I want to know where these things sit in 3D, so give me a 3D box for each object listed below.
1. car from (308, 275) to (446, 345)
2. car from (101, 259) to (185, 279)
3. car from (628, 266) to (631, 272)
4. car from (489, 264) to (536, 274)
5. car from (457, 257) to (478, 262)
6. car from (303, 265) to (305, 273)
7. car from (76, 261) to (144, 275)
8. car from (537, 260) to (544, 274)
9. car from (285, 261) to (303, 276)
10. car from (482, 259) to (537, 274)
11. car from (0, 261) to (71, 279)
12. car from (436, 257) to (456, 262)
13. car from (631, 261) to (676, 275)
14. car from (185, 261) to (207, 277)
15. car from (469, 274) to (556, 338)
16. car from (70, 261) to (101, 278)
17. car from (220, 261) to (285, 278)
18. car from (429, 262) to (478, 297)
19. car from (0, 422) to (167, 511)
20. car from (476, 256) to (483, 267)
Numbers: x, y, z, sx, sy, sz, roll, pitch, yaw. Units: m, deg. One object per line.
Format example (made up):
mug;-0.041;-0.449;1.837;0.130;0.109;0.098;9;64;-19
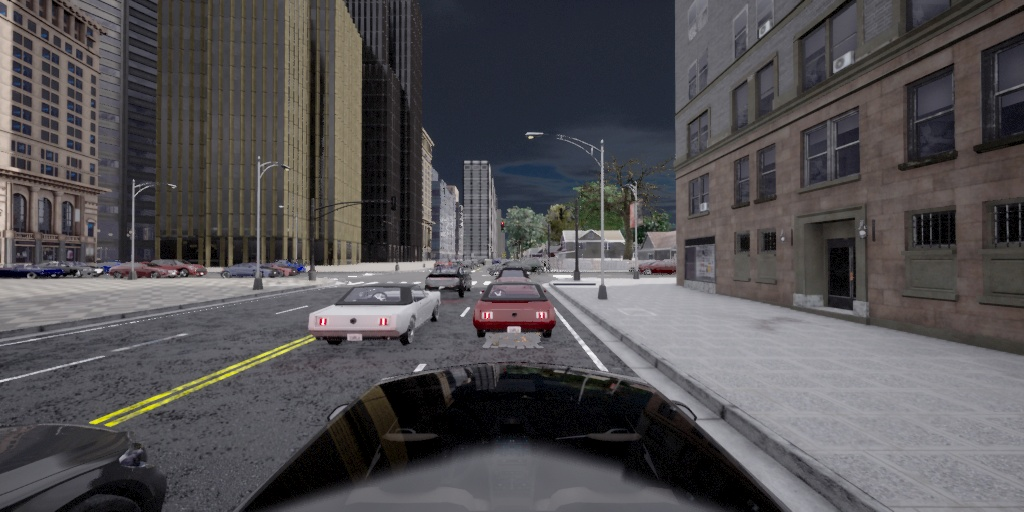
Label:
car;-3.181;1.352;9.462;1.895;1.301;4.718;0;0;0
car;-31.215;1.232;30.449;4.674;1.442;1.812;0;-1;-4
car;15.594;1.368;41.232;4.181;1.385;1.994;0;-1;0
car;0.038;1.315;18.940;1.994;1.385;4.181;0;0;0
car;-6.771;1.257;54.447;1.837;1.490;4.892;0;0;0
car;-24.468;1.252;37.600;5.008;1.535;1.882;0;-1;-3
car;-43.939;1.281;39.271;5.008;1.535;1.882;0;-1;-6
car;1.367;1.154;41.301;4.553;1.767;2.097;0;-1;0
car;-22.832;1.304;34.224;4.181;1.385;1.994;0;-1;-3
car;-0.271;1.272;35.749;4.674;1.442;1.812;0;-1;-28
car;-40.383;1.305;29.649;4.718;1.301;1.895;0;-1;-6
car;-10.020;1.104;52.619;2.097;1.767;4.553;0;0;0
car;15.690;1.249;37.982;5.008;1.535;1.882;0;-1;0
car;-31.516;1.091;33.683;4.553;1.767;2.097;0;-1;-5
car;0.052;1.350;10.183;1.895;1.301;4.718;0;0;0
car;-40.587;1.228;32.886;4.902;1.511;2.128;0;-1;-6
car;-22.543;1.271;30.983;4.181;1.385;1.994;0;-1;-3
car;-3.209;1.243;18.715;2.128;1.511;4.902;0;0;0
car;-3.141;1.275;0.319;1.812;1.442;4.674;0;0;0
car;-6.779;1.257;64.586;1.837;1.490;4.892;0;0;0
